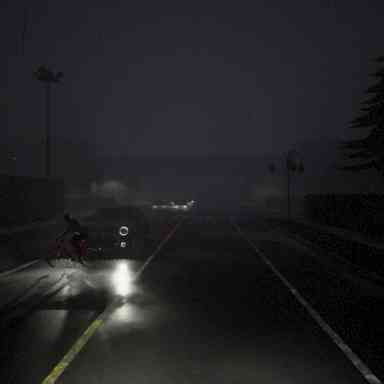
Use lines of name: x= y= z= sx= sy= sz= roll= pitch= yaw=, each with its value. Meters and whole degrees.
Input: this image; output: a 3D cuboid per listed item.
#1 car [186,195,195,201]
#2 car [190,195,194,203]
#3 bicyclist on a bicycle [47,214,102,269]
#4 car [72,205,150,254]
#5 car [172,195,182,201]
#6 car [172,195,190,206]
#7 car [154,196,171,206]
car: x=-0.432 y=1.541 z=85.835 sx=2.128 sy=1.511 sz=4.902 roll=0 pitch=0 yaw=3
car: x=-1.108 y=1.612 z=70.547 sx=1.895 sy=1.301 sz=4.718 roll=0 pitch=0 yaw=3
bicyclist on a bicycle: x=-3.449 y=1.455 z=9.691 sx=1.656 sy=1.620 sz=0.582 roll=-2 pitch=0 yaw=3
car: x=-3.057 y=1.352 z=13.429 sx=2.097 sy=1.767 sz=4.553 roll=0 pitch=0 yaw=3
car: x=-3.945 y=1.541 z=85.628 sx=2.128 sy=1.511 sz=4.902 roll=0 pitch=0 yaw=3
car: x=-1.810 y=1.617 z=56.614 sx=1.895 sy=1.301 sz=4.718 roll=0 pitch=0 yaw=3
car: x=-5.306 y=1.494 z=56.991 sx=1.882 sy=1.535 sz=5.008 roll=0 pitch=0 yaw=3
